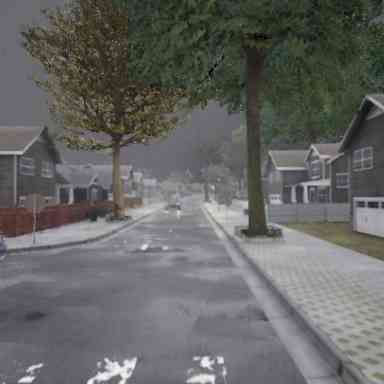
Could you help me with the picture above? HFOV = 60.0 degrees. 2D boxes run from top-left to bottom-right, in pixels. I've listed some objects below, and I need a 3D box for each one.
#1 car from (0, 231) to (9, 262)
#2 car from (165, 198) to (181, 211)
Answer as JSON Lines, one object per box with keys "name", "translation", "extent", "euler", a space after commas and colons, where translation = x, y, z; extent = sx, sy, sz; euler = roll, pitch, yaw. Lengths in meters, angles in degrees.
{"name": "car", "translation": [-7.878, 1.455, 9.475], "extent": [4.553, 1.767, 2.097], "euler": [1, -2, -18]}
{"name": "car", "translation": [-2.659, 1.615, 46.576], "extent": [2.097, 1.767, 4.553], "euler": [0, 0, 0]}
